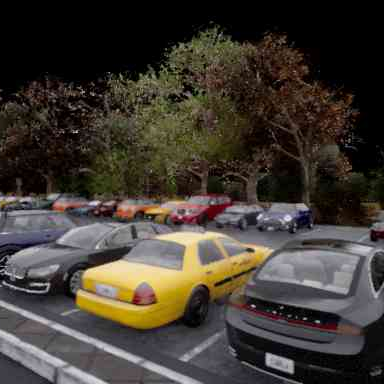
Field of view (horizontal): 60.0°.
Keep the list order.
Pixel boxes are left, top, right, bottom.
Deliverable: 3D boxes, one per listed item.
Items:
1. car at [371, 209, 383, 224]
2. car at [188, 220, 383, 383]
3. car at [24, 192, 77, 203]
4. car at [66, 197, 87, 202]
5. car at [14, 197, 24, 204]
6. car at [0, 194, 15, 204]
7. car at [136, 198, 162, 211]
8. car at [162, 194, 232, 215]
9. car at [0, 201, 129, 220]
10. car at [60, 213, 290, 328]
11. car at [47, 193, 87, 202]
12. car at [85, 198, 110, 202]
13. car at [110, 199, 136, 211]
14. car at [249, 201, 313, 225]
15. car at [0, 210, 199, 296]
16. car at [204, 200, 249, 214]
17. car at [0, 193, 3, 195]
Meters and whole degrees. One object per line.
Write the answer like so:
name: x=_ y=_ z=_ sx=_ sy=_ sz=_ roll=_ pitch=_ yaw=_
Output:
car: x=9.930 y=1.546 z=16.044 sx=2.163 sy=1.488 sz=4.792 roll=0 pitch=0 yaw=36
car: x=2.319 y=1.518 z=5.436 sx=2.231 sy=1.521 sz=4.892 roll=0 pitch=0 yaw=36
car: x=-12.680 y=1.072 z=32.298 sx=2.435 sy=2.045 sz=5.566 roll=1 pitch=0 yaw=36
car: x=-8.142 y=1.405 z=29.074 sx=2.002 sy=1.452 sz=4.674 roll=1 pitch=0 yaw=36
car: x=-14.912 y=1.330 z=33.972 sx=2.163 sy=1.488 sz=4.792 roll=1 pitch=0 yaw=36
car: x=-17.184 y=1.279 z=35.578 sx=2.231 sy=1.521 sz=4.892 roll=1 pitch=0 yaw=36
car: x=-1.357 y=1.425 z=24.200 sx=2.097 sy=1.535 sz=5.008 roll=0 pitch=0 yaw=36
car: x=0.888 y=1.193 z=22.546 sx=2.435 sy=2.045 sz=5.566 roll=0 pitch=0 yaw=36
car: x=-4.476 y=1.338 z=10.289 sx=2.185 sy=1.767 sz=4.553 roll=0 pitch=0 yaw=36
car: x=0.171 y=1.496 z=7.216 sx=1.946 sy=1.575 sz=5.366 roll=0 pitch=0 yaw=36
car: x=-10.422 y=1.218 z=30.671 sx=2.185 sy=1.767 sz=4.553 roll=1 pitch=0 yaw=36
car: x=-5.885 y=1.385 z=27.442 sx=2.097 sy=1.535 sz=5.008 roll=1 pitch=0 yaw=36
car: x=-3.639 y=1.280 z=25.795 sx=2.185 sy=1.767 sz=4.553 roll=0 pitch=0 yaw=36
car: x=5.445 y=1.355 z=19.344 sx=2.185 sy=1.767 sz=4.553 roll=0 pitch=0 yaw=36
car: x=-2.193 y=1.482 z=8.695 sx=2.231 sy=1.521 sz=4.892 roll=0 pitch=0 yaw=36
car: x=3.167 y=1.464 z=20.950 sx=2.231 sy=1.521 sz=4.892 roll=0 pitch=0 yaw=36
car: x=-19.447 y=1.255 z=37.203 sx=2.097 sy=1.535 sz=5.008 roll=1 pitch=0 yaw=36
